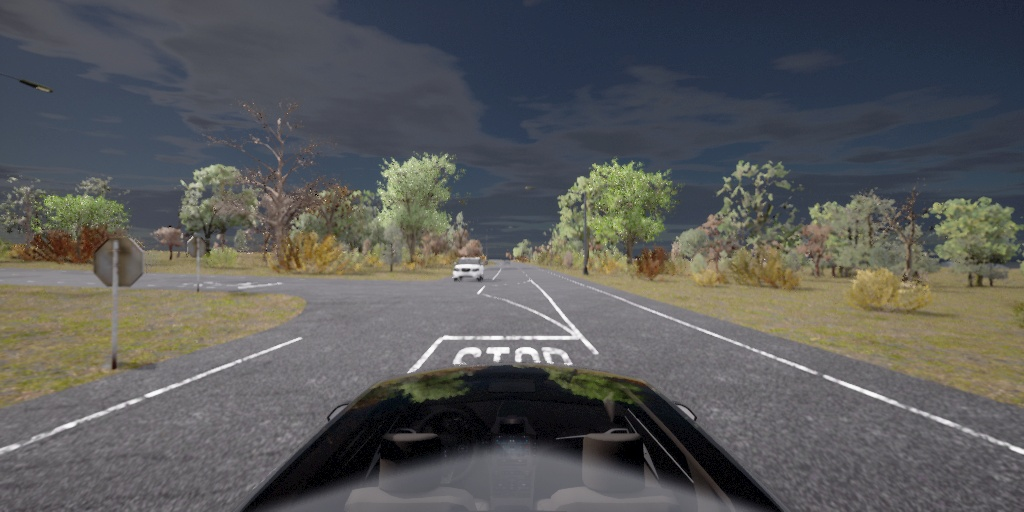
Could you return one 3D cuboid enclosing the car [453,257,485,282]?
[{"bbox_3d":[-3.513,1.122,29.995,2.150,2.045,5.566,0,-2,0],"label":"car"}]
